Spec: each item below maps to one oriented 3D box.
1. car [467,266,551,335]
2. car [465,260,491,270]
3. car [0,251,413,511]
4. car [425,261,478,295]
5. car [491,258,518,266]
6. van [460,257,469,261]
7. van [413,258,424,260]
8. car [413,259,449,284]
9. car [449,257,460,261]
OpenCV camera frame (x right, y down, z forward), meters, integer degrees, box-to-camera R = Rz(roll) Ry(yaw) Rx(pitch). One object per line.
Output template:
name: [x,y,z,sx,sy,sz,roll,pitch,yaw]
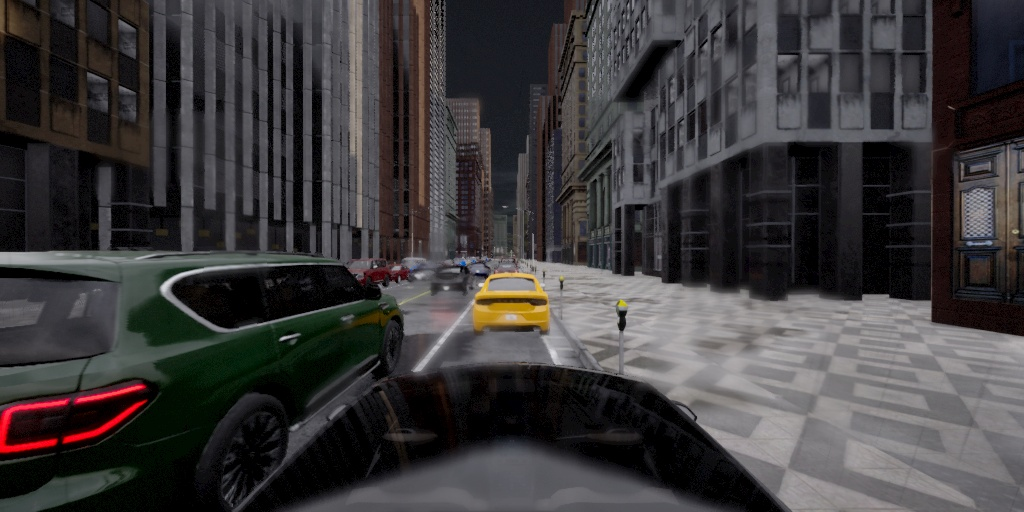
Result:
car: [-0.006,1.227,10.501,1.882,1.535,5.008,0,0,0]
car: [-3.052,1.313,33.637,1.994,1.385,4.181,0,0,0]
car: [-3.047,0.973,4.278,2.150,2.045,5.566,0,0,0]
car: [-3.145,1.256,19.596,1.837,1.490,4.892,0,0,0]
car: [-0.383,1.189,27.203,1.967,1.591,4.097,0,0,0]
van: [-8.908,1.090,61.014,1.690,1.789,3.998,0,0,0]
van: [-8.908,1.090,32.830,1.690,1.789,3.998,0,0,0]
car: [-6.244,1.241,26.647,2.128,1.511,4.902,0,0,0]
car: [-8.908,1.189,49.741,1.967,1.591,4.097,0,0,0]
